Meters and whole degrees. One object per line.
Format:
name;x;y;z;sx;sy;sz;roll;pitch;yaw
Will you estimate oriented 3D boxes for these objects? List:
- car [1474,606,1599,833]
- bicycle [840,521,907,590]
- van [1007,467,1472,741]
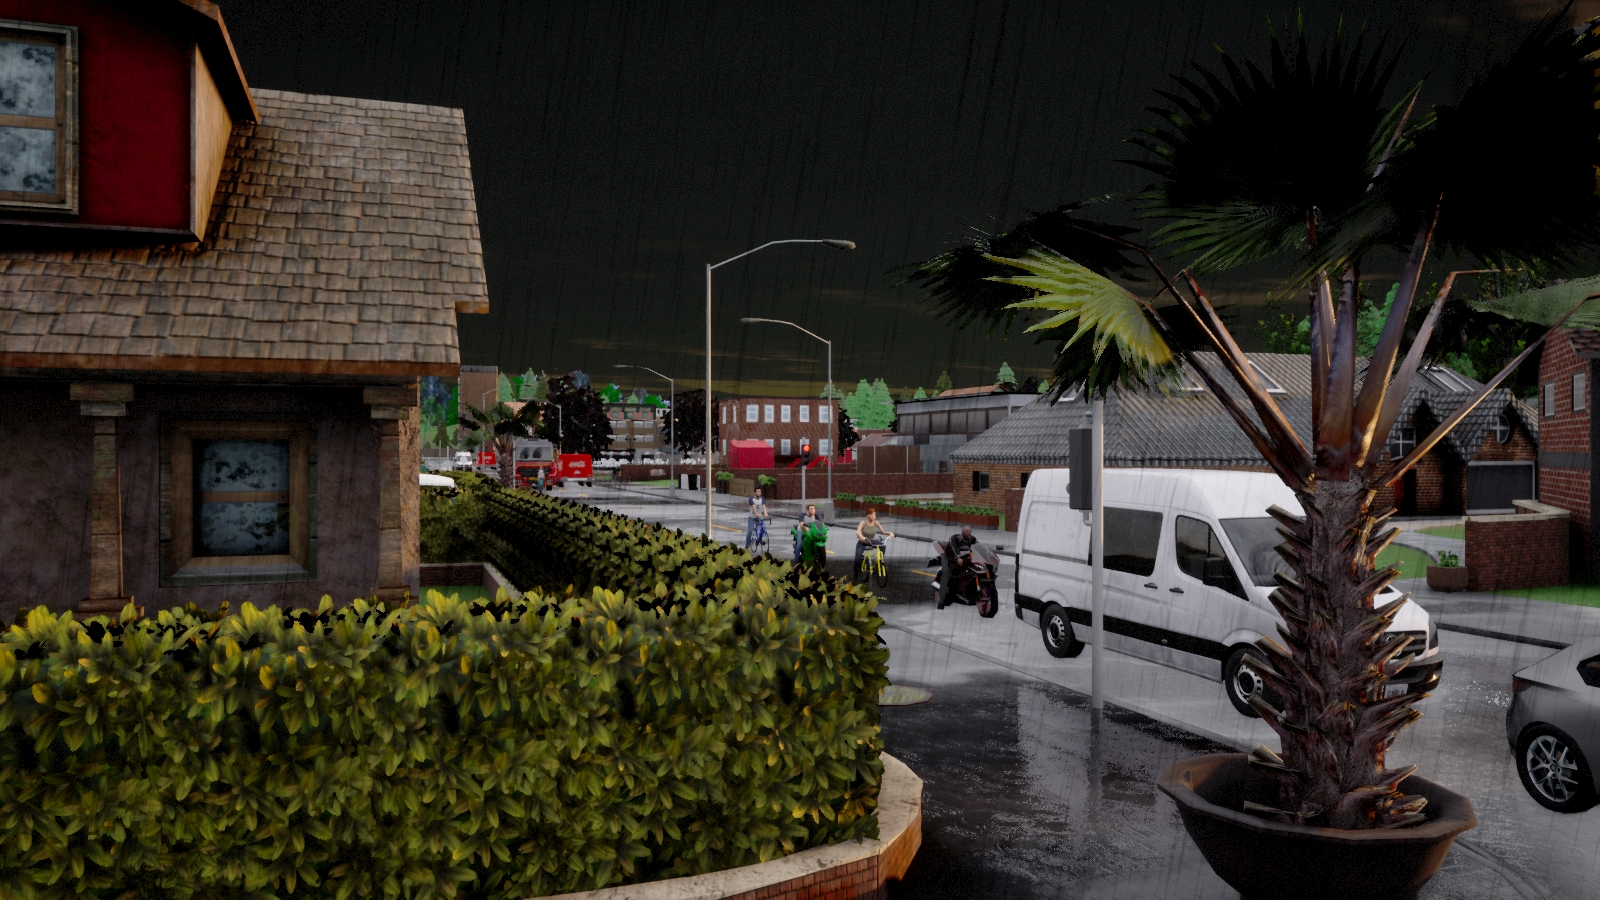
car;6.934;2.069;7.650;1.816;1.474;4.193;0;0;-12
bicycle;1.505;2.162;23.648;0.859;1.276;1.487;0;0;-19
van;4.966;1.538;14.186;1.988;2.561;5.915;0;0;-20
